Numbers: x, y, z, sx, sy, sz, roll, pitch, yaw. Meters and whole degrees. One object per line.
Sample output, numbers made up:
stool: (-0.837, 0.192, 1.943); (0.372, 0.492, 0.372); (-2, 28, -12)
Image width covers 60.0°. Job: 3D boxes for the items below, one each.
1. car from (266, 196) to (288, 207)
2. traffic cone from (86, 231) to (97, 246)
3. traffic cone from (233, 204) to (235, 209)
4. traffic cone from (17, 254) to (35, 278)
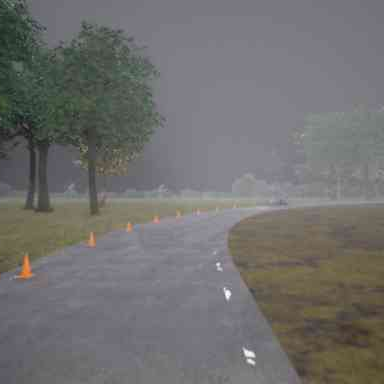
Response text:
car: (12.768, 1.385, 49.892); (2.128, 1.511, 4.902); (-1, 0, 38)
traffic cone: (-4.252, 1.953, 14.072); (0.340, 0.580, 0.340); (0, 0, 4)
traffic cone: (5.542, 1.898, 43.390); (0.340, 0.580, 0.340); (0, 0, 33)
traffic cone: (-4.427, 1.956, 8.891); (0.340, 0.580, 0.340); (0, 0, 0)
